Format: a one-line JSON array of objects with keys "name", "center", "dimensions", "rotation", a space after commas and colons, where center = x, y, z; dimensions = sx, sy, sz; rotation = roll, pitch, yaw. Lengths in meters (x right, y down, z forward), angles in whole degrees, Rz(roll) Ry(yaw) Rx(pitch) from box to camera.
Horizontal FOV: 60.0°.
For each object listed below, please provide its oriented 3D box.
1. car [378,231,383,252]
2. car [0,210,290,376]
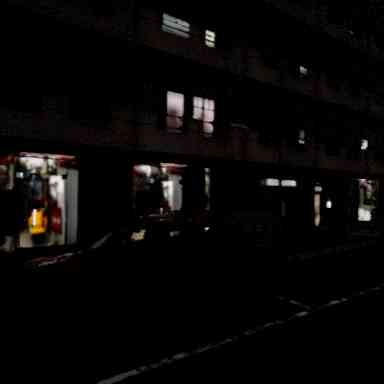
[{"name": "car", "center": [8.577, 1.508, 12.193], "dimensions": [4.313, 1.339, 1.947], "rotation": [0, 2, -35]}, {"name": "car", "center": [-0.427, 1.302, 5.763], "dimensions": [5.009, 1.841, 2.192], "rotation": [0, 2, -35]}]
